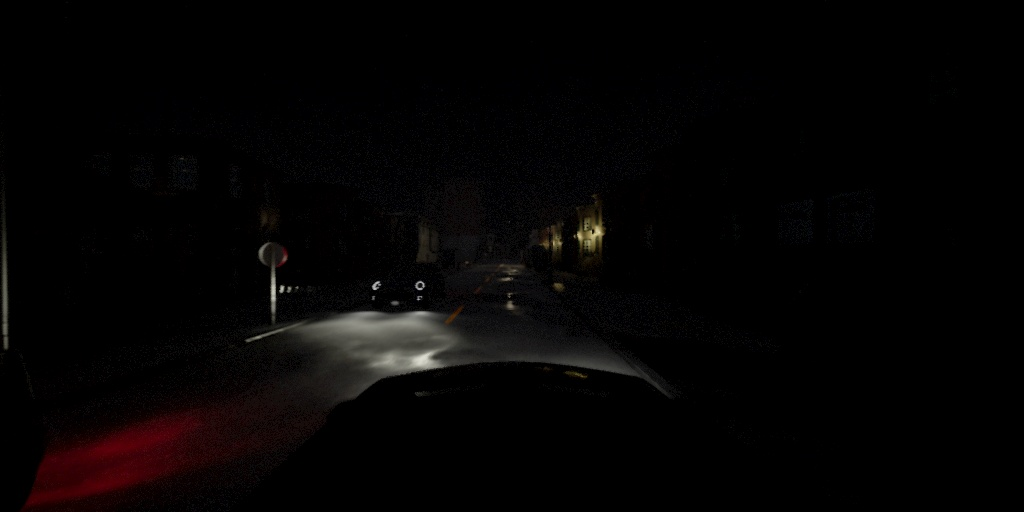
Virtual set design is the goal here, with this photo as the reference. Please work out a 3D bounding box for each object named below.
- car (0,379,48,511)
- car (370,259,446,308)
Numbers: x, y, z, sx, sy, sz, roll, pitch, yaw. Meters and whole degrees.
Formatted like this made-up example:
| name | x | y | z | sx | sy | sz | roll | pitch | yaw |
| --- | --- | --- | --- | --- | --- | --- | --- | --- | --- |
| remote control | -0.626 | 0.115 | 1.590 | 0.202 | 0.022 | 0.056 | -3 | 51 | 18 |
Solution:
| name | x | y | z | sx | sy | sz | roll | pitch | yaw |
| --- | --- | --- | --- | --- | --- | --- | --- | --- | --- |
| car | -4.099 | 1.271 | 0.321 | 1.837 | 1.490 | 4.892 | 0 | 0 | 0 |
| car | -4.104 | 1.057 | 14.841 | 2.097 | 1.767 | 4.553 | 0 | 0 | 0 |
